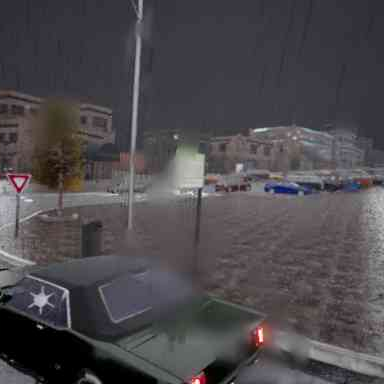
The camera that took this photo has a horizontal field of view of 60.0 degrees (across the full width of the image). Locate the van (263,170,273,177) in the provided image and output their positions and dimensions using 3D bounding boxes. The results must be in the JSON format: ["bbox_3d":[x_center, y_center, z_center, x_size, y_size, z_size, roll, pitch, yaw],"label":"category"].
[{"bbox_3d":[11.401,-2.969,59.042,4.442,1.987,1.878,2,6,30],"label":"van"}]

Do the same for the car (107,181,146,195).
[{"bbox_3d":[-7.121,-0.470,36.465,4.181,1.385,1.994,-4,7,-41],"label":"car"}]

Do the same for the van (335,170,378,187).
[{"bbox_3d":[22.105,-1.593,44.974,4.442,1.987,1.878,4,7,31],"label":"van"}]

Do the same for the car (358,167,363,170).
[{"bbox_3d":[38.449,-4.903,81.584,5.008,1.535,2.097,2,5,30],"label":"car"}]

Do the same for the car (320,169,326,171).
[{"bbox_3d":[24.959,-3.854,70.317,4.892,1.521,2.231,2,6,30],"label":"car"}]

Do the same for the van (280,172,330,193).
[{"bbox_3d":[12.720,-0.853,37.523,4.442,1.987,1.878,4,7,31],"label":"van"}]

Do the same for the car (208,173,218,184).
[{"bbox_3d":[4.995,-1.500,46.648,4.892,1.490,1.837,-5,7,-39],"label":"car"}]

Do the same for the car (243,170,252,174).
[{"bbox_3d":[7.042,-2.489,55.173,4.553,1.767,2.185,2,6,30],"label":"car"}]

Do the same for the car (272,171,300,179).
[{"bbox_3d":[18.250,-3.268,64.661,4.792,1.488,2.163,2,5,30],"label":"car"}]

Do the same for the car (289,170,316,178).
[{"bbox_3d":[22.714,-3.669,68.440,4.892,1.521,2.231,2,6,30],"label":"car"}]

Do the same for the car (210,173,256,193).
[{"bbox_3d":[4.804,-0.888,38.795,4.553,1.767,2.097,-5,7,-39],"label":"car"}]

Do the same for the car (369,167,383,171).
[{"bbox_3d":[31.384,-2.371,52.547,5.566,2.045,2.435,4,7,30],"label":"car"}]

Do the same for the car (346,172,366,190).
[{"bbox_3d":[19.631,-1.317,43.193,4.553,1.767,2.185,4,7,31],"label":"car"}]

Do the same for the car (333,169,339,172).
[{"bbox_3d":[29.474,-4.348,74.053,4.553,1.767,2.185,2,6,30],"label":"car"}]

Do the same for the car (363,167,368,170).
[{"bbox_3d":[40.550,-5.070,83.544,5.366,1.575,1.946,2,6,30],"label":"car"}]

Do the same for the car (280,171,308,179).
[{"bbox_3d":[20.463,-3.485,66.566,5.008,1.535,2.097,2,5,30],"label":"car"}]

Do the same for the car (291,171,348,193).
[{"bbox_3d":[14.937,-1.071,39.450,5.566,2.045,2.435,4,8,31],"label":"car"}]

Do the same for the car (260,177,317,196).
[{"bbox_3d":[10.270,-0.452,35.750,5.008,1.535,2.097,4,7,31],"label":"car"}]

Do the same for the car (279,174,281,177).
[{"bbox_3d":[14.514,-1.309,44.746,1.812,1.442,4.674,-4,7,-34],"label":"car"}]

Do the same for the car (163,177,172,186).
[{"bbox_3d":[-1.953,-1.573,47.578,4.674,1.452,2.002,2,5,29],"label":"car"}]

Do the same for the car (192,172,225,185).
[{"bbox_3d":[2.555,-2.113,51.361,4.553,1.767,2.185,2,6,29],"label":"car"}]

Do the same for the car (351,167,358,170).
[{"bbox_3d":[36.206,-4.744,79.703,5.008,1.535,2.097,2,6,30],"label":"car"}]

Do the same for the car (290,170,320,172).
[{"bbox_3d":[19.525,-2.719,57.414,4.553,1.767,2.097,-5,7,-39],"label":"car"}]

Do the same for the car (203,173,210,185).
[{"bbox_3d":[0.316,-1.771,49.472,4.792,1.488,2.163,2,5,29],"label":"car"}]

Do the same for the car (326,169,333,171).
[{"bbox_3d":[27.206,-4.041,72.200,5.008,1.535,2.097,2,6,30],"label":"car"}]

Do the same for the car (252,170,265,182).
[{"bbox_3d":[9.260,-2.553,57.112,5.008,1.535,2.097,2,5,30],"label":"car"}]

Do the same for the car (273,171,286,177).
[{"bbox_3d":[13.906,-2.923,60.804,5.366,1.575,1.946,2,5,30],"label":"car"}]

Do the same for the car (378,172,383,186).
[{"bbox_3d":[26.690,-1.746,48.796,4.892,1.521,2.231,4,7,31],"label":"car"}]

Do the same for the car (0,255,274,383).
[{"bbox_3d":[-1.473,1.563,4.477,4.718,1.301,1.895,1,1,36],"label":"car"}]
